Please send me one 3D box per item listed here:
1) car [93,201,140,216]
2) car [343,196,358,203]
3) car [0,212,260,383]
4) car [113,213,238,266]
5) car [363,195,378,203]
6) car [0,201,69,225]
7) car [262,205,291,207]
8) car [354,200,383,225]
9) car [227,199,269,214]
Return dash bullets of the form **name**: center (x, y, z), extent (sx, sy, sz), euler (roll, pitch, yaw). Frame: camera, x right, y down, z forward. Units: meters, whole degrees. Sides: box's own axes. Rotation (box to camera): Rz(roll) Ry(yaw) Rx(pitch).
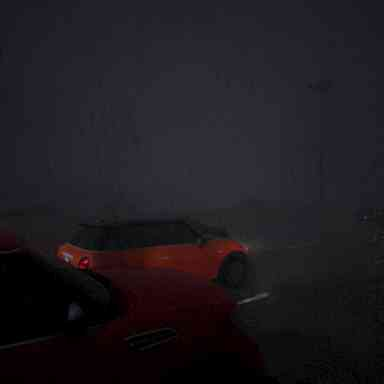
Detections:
- **car**: center (-7.586, 1.626, 33.682), extent (4.181, 1.385, 1.994), euler (0, 0, -40)
- **car**: center (31.906, 1.445, 66.727), extent (1.895, 1.301, 4.718), euler (0, 0, 35)
- **car**: center (-2.000, 1.230, 2.389), extent (5.566, 2.045, 2.150), euler (0, 0, -36)
- **car**: center (-0.524, 1.582, 12.230), extent (4.181, 1.385, 1.994), euler (0, 0, -37)
- **car**: center (34.842, 1.378, 64.819), extent (2.033, 1.411, 5.357), euler (0, 0, 35)
- **car**: center (-12.274, 1.550, 25.484), extent (4.902, 1.511, 2.128), euler (0, 0, -37)
- **car**: center (9.088, 1.507, 34.584), extent (5.008, 1.535, 1.882), euler (0, 0, -44)
- **car**: center (13.393, 1.532, 23.970), extent (4.674, 1.442, 1.812), euler (0, 0, -43)
- **car**: center (6.247, 1.531, 36.709), extent (4.902, 1.511, 2.128), euler (0, 0, -44)
